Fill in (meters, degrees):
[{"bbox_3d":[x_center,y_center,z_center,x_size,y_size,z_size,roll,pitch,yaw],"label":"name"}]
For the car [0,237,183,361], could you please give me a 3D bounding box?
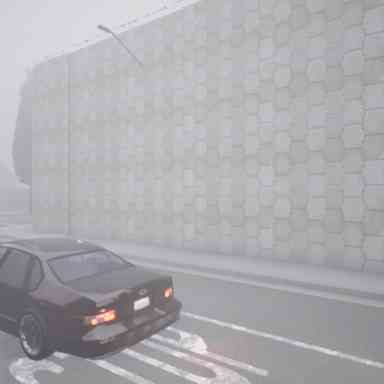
[{"bbox_3d":[-2.725,1.547,5.927,5.357,1.411,2.033,0,0,35],"label":"car"}]
